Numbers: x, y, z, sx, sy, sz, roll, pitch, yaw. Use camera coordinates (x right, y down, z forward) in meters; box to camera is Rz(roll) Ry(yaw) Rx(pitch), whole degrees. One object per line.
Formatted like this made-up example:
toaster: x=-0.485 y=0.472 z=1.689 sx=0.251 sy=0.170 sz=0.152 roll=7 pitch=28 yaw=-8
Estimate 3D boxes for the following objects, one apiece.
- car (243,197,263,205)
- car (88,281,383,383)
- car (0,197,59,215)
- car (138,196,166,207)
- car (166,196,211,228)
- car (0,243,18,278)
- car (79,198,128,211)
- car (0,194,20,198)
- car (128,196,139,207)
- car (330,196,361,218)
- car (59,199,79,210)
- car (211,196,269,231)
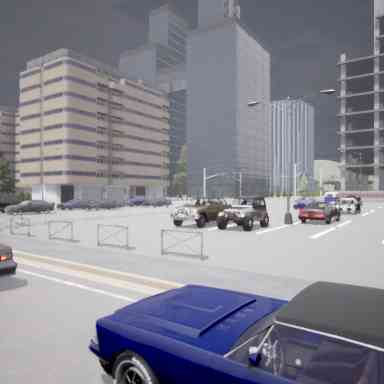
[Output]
car: x=11.402 y=1.594 z=61.912 sx=1.895 sy=1.301 sz=4.718 roll=0 pitch=0 yaw=35
car: x=1.172 y=1.601 z=3.153 sx=4.718 sy=1.301 sz=1.895 roll=0 pitch=0 yaw=35
car: x=-16.264 y=1.518 z=33.553 sx=1.812 sy=1.442 sz=4.674 roll=0 pitch=0 yaw=34
car: x=-5.142 y=1.539 z=50.141 sx=2.033 sy=1.411 sz=5.357 roll=0 pitch=0 yaw=34
car: x=0.695 y=1.151 z=20.908 sx=1.932 sy=1.855 sz=4.605 roll=0 pitch=0 yaw=34
car: x=-6.673 y=1.545 z=8.669 sx=5.357 sy=1.411 sz=2.033 roll=0 pitch=0 yaw=35
car: x=-10.934 y=1.539 z=41.525 sx=2.033 sy=1.411 sz=5.357 roll=0 pitch=0 yaw=34
car: x=-20.212 y=1.213 z=33.991 sx=2.150 sy=2.045 sz=5.566 roll=0 pitch=0 yaw=34
car: x=-8.825 y=1.343 z=50.895 sx=2.097 sy=1.767 sz=4.553 roll=0 pitch=0 yaw=35
car: x=15.086 y=1.394 z=32.197 sx=1.970 sy=1.475 sz=3.806 roll=0 pitch=0 yaw=34
car: x=-14.502 y=1.538 z=42.500 sx=2.033 sy=1.411 sz=5.357 roll=0 pitch=0 yaw=34
car: x=3.062 y=1.154 z=19.242 sx=1.905 sy=1.878 sz=3.866 roll=0 pitch=0 yaw=34
